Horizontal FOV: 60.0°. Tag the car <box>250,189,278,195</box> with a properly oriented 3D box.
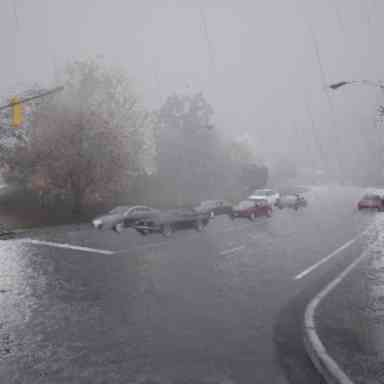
[{"bbox_3d":[7.955,0.726,37.187,2.150,2.045,5.566,-1,2,36],"label":"car"}]

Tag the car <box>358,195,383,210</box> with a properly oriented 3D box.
[{"bbox_3d":[17.297,0.927,31.875,1.994,1.385,4.181,-1,2,36],"label":"car"}]

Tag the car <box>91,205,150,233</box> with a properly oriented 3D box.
[{"bbox_3d":[-3.958,1.584,20.641,2.128,1.511,4.902,-1,0,36],"label":"car"}]

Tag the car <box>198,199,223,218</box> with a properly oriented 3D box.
[{"bbox_3d":[1.770,1.401,28.606,1.837,1.490,4.892,-1,1,36],"label":"car"}]

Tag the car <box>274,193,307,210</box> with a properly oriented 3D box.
[{"bbox_3d":[10.631,1.014,34.921,1.812,1.442,4.674,-1,2,36],"label":"car"}]

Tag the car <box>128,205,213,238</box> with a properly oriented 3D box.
[{"bbox_3d":[-1.062,1.663,18.674,1.895,1.301,4.718,-1,0,36],"label":"car"}]

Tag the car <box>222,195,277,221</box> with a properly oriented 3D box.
[{"bbox_3d":[4.731,1.339,26.729,1.882,1.535,5.008,-1,1,36],"label":"car"}]
